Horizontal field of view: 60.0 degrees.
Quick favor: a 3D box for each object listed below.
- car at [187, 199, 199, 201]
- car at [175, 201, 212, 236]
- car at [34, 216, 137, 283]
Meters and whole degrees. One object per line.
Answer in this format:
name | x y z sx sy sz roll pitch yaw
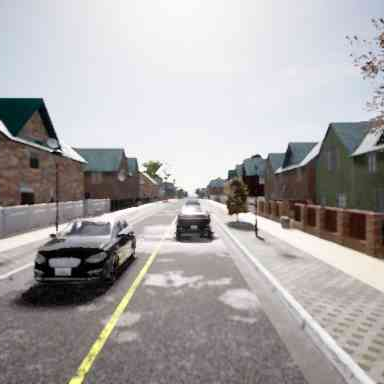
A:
car | 0.091 1.560 41.781 1.882 1.535 5.008 0 0 0
car | 0.095 1.512 18.764 2.128 1.511 4.902 0 0 0
car | -2.845 1.498 9.800 2.128 1.511 4.902 0 0 0
